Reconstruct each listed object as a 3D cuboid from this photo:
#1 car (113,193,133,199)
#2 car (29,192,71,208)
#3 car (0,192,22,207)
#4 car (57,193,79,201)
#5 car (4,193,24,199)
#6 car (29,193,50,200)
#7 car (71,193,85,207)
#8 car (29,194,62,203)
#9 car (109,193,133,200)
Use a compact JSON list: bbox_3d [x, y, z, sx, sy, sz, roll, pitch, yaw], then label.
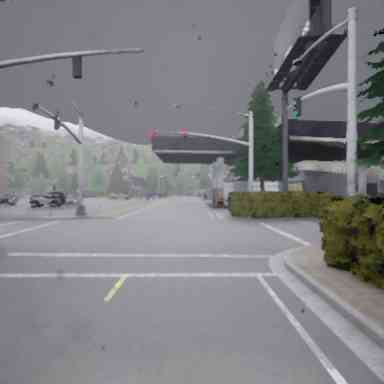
[{"bbox_3d":[-16.541,0.966,79.771,4.514,1.523,2.007,0,0,-1],"label":"car"},{"bbox_3d":[-16.791,0.894,39.049,3.866,1.878,1.905,0,0,-1],"label":"car"},{"bbox_3d":[-24.679,0.899,42.286,4.605,1.855,1.932,0,0,-1],"label":"car"},{"bbox_3d":[-24.067,1.016,64.740,3.633,1.501,1.845,0,0,-1],"label":"car"},{"bbox_3d":[-42.574,1.001,79.597,3.633,1.501,1.845,0,0,-1],"label":"car"},{"bbox_3d":[-35.135,1.025,76.663,3.806,1.475,1.970,0,0,-1],"label":"car"},{"bbox_3d":[-16.200,1.162,42.378,3.806,1.475,1.970,0,0,-1],"label":"car"},{"bbox_3d":[-24.046,1.041,54.747,4.514,1.523,2.007,0,0,-1],"label":"car"},{"bbox_3d":[-16.468,0.971,76.634,5.027,1.636,2.152,0,0,-1],"label":"car"}]
